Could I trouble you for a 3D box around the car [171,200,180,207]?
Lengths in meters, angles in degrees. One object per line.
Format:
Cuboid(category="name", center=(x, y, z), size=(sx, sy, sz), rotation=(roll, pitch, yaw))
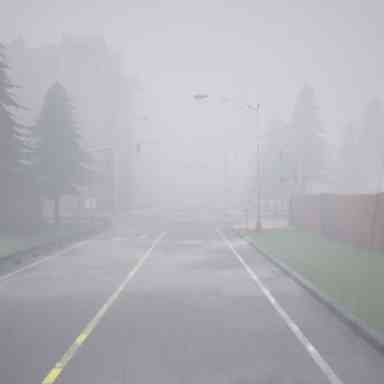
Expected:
Cuboid(category="car", center=(-3.507, 2.455, 70.800), size=(1.882, 1.535, 5.008), rotation=(0, -1, 0))
